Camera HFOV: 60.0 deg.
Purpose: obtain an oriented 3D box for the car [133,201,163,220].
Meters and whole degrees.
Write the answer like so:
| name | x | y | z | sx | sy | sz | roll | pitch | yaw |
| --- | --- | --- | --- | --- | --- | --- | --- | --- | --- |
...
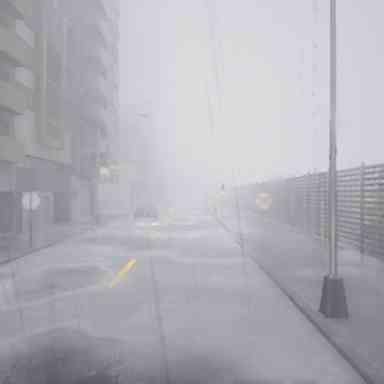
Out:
| name | x | y | z | sx | sy | sz | roll | pitch | yaw |
| --- | --- | --- | --- | --- | --- | --- | --- | --- | --- |
| car | -3.999 | 1.711 | 29.881 | 1.994 | 1.385 | 4.181 | 0 | 0 | 0 |

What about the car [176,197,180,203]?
| name | x | y | z | sx | sy | sz | roll | pitch | yaw |
| --- | --- | --- | --- | --- | --- | --- | --- | --- | --- |
| car | -4.007 | 1.896 | 77.633 | 1.812 | 1.442 | 4.674 | 0 | 0 | 0 |

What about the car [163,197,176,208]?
| name | x | y | z | sx | sy | sz | roll | pitch | yaw |
| --- | --- | --- | --- | --- | --- | --- | --- | --- | --- |
| car | -3.999 | 1.822 | 54.243 | 1.812 | 1.442 | 4.674 | 0 | 1 | 0 |
